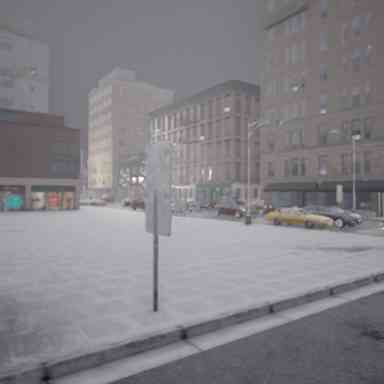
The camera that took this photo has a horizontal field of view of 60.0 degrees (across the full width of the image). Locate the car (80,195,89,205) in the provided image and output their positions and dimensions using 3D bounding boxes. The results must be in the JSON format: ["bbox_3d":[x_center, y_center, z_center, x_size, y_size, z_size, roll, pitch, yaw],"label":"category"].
[{"bbox_3d":[-18.845,1.712,60.081,1.752,1.417,4.829,0,0,-35],"label":"car"}]

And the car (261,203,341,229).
[{"bbox_3d":[7.422,1.717,23.179,1.752,1.417,4.829,0,0,-35],"label":"car"}]

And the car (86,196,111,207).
[{"bbox_3d":[-15.661,1.769,55.606,1.802,1.307,4.206,0,0,-35],"label":"car"}]

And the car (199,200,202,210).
[{"bbox_3d":[0.728,1.788,46.422,1.947,1.339,4.313,0,0,-35],"label":"car"}]

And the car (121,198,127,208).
[{"bbox_3d":[-8.830,1.676,50.519,1.882,1.535,5.008,0,0,-35],"label":"car"}]

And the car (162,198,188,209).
[{"bbox_3d":[-2.654,1.747,51.173,1.752,1.417,4.829,0,0,-35],"label":"car"}]

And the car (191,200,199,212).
[{"bbox_3d":[-1.661,1.705,40.331,1.837,1.490,4.892,0,0,-35],"label":"car"}]

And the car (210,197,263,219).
[{"bbox_3d":[4.189,1.553,32.099,2.097,1.767,4.553,0,0,-35],"label":"car"}]

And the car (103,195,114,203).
[{"bbox_3d":[-18.972,1.535,74.098,2.192,1.841,5.009,0,0,-35],"label":"car"}]

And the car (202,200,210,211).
[{"bbox_3d":[4.012,1.538,41.810,2.192,1.841,5.009,0,0,-35],"label":"car"}]

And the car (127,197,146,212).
[{"bbox_3d":[-5.810,1.504,41.769,2.192,1.841,5.009,0,0,-35],"label":"car"}]

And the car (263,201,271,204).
[{"bbox_3d":[7.295,1.664,37.197,1.967,1.590,4.097,0,0,-35],"label":"car"}]

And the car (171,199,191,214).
[{"bbox_3d":[-2.527,1.741,37.156,2.008,1.369,4.403,0,0,-35],"label":"car"}]

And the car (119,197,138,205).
[{"bbox_3d":[-12.406,1.771,64.872,2.008,1.369,4.403,0,0,-35],"label":"car"}]

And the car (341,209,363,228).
[{"bbox_3d":[9.799,1.707,24.199,1.837,1.490,4.892,0,0,-37],"label":"car"}]
